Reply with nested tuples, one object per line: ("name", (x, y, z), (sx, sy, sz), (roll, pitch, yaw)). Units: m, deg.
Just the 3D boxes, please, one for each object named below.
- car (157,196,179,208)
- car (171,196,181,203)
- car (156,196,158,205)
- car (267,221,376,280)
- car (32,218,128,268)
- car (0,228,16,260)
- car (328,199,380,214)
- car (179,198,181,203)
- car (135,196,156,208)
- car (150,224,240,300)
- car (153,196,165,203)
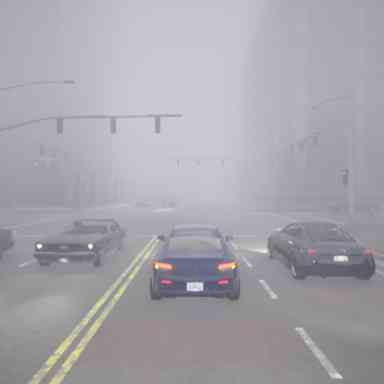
("car", (-3.489, 1.524, 49.659), (2.128, 1.511, 4.902), (0, 0, 0))
("car", (-3.350, 1.599, 69.663), (1.994, 1.385, 4.181), (0, 0, 0))
("car", (-6.957, 1.542, 58.183), (1.837, 1.490, 4.892), (0, 0, 0))
("car", (3.593, 1.570, 9.993), (1.994, 1.385, 4.181), (0, 0, 0))
("car", (-3.576, 1.608, 11.507), (1.895, 1.301, 4.718), (0, 0, 0))
("car", (-7.080, 1.554, 9.274), (2.033, 1.411, 5.357), (0, 0, 0))
("car", (16.780, 1.445, 34.500), (5.008, 1.535, 1.882), (0, 0, 0))
("car", (-3.447, 1.517, 59.517), (1.882, 1.535, 5.008), (0, 0, 0))
("car", (-6.994, 1.579, 48.453), (2.033, 1.411, 5.357), (0, 0, 0))
("car", (0.077, 1.531, 8.257), (1.812, 1.442, 4.674), (0, 0, 1))
("car", (-6.849, 1.586, 70.358), (2.033, 1.411, 5.357), (0, 0, 0))
